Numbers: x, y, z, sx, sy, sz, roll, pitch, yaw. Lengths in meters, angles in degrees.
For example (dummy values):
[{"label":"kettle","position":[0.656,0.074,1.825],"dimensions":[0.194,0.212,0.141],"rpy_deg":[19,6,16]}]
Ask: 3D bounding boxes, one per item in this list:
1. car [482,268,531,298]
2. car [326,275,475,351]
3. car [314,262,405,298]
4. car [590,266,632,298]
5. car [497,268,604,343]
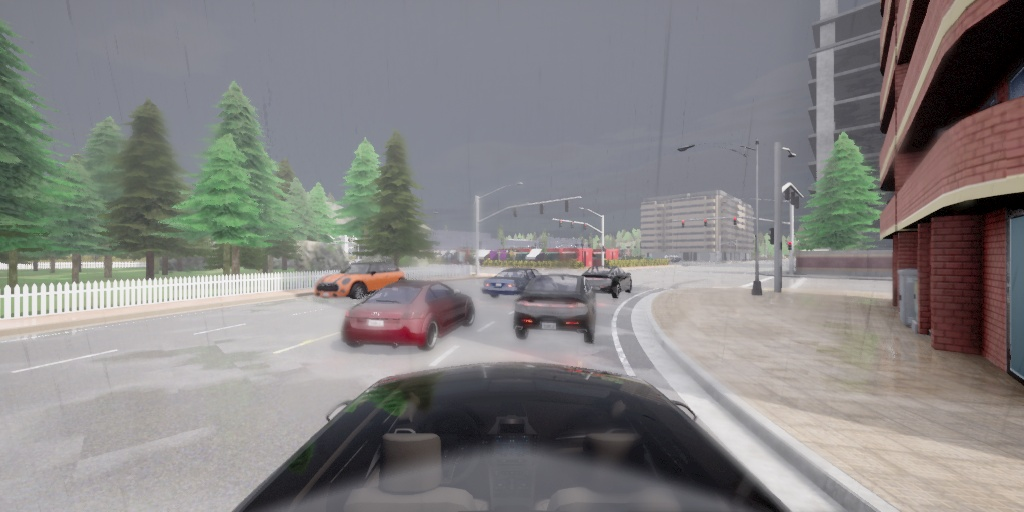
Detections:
[{"label":"car","position":[0.483,1.297,17.855],"dimensions":[2.033,1.411,5.357],"rpy_deg":[0,0,25]},{"label":"car","position":[-2.356,1.314,9.140],"dimensions":[1.994,1.385,4.181],"rpy_deg":[0,0,10]},{"label":"car","position":[-7.325,1.101,17.774],"dimensions":[2.097,1.767,4.553],"rpy_deg":[0,0,21]},{"label":"car","position":[4.856,1.236,18.364],"dimensions":[2.128,1.511,4.902],"rpy_deg":[1,1,29]},{"label":"car","position":[1.355,1.242,9.807],"dimensions":[2.128,1.511,4.902],"rpy_deg":[0,0,14]}]
